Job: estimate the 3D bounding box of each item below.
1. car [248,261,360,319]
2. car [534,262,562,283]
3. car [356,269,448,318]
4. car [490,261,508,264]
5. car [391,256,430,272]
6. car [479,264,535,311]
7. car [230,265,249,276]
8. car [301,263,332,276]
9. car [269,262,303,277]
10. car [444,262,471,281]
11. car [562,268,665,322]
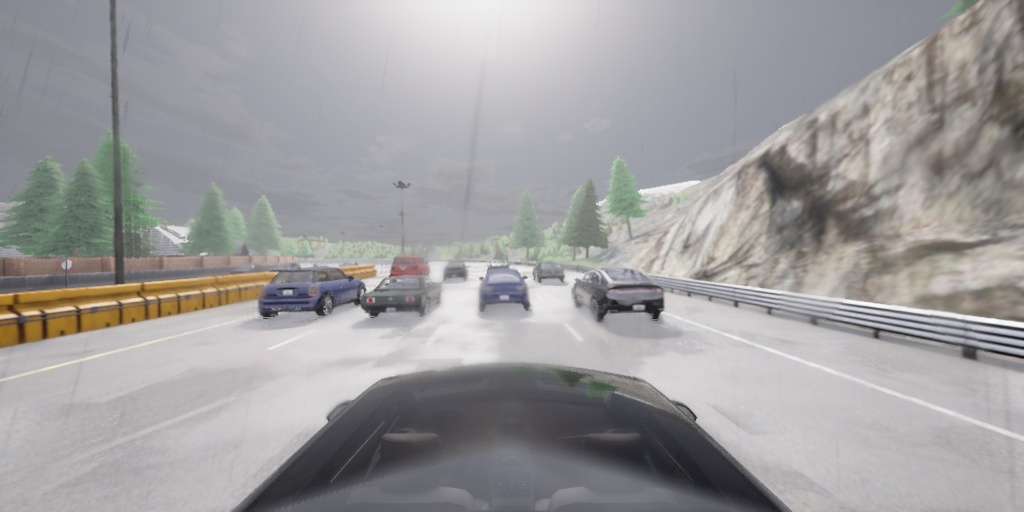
[{"bbox_3d":[-7.313,1.190,13.708,2.097,1.767,4.553,-1,0,-2],"label":"car"},{"bbox_3d":[2.626,1.133,26.232,2.033,1.411,5.357,-1,0,-3],"label":"car"},{"bbox_3d":[-3.792,1.371,13.281,1.895,1.301,4.718,-1,0,-2],"label":"car"},{"bbox_3d":[-1.095,1.134,29.929,2.128,1.511,4.902,-1,0,-4],"label":"car"},{"bbox_3d":[-8.006,1.006,28.588,2.150,2.045,5.566,-1,1,-3],"label":"car"},{"bbox_3d":[-0.322,1.225,14.214,1.812,1.442,4.674,-1,0,-2],"label":"car"},{"bbox_3d":[-30.815,1.710,42.340,2.033,1.411,5.357,-1,0,-9],"label":"car"},{"bbox_3d":[-24.098,1.623,44.422,1.895,1.301,4.718,-1,0,-10],"label":"car"},{"bbox_3d":[-27.578,1.596,43.945,1.837,1.490,4.892,-1,1,-10],"label":"car"},{"bbox_3d":[-4.583,1.216,29.754,1.837,1.490,4.892,-1,1,-4],"label":"car"},{"bbox_3d":[3.254,1.131,11.811,2.128,1.511,4.902,-1,0,-2],"label":"car"}]
